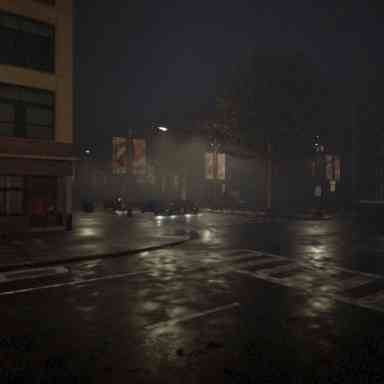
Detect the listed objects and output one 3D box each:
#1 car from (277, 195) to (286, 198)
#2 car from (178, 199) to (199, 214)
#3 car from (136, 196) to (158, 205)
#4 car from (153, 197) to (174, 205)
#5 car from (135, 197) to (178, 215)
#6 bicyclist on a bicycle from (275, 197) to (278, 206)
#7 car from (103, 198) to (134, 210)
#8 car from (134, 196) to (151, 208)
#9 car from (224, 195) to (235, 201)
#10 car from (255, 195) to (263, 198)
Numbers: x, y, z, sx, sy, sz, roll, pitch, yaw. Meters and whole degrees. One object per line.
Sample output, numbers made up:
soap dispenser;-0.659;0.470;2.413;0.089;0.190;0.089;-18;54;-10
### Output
car;18.280;1.319;69.211;2.002;1.452;4.674;0;0;-36
car;-1.135;1.505;36.211;1.837;1.490;4.892;0;0;-36
car;-8.189;1.477;59.840;1.882;1.535;5.008;0;0;-36
car;-5.350;1.564;61.887;1.994;1.385;4.181;0;0;-36
car;-3.703;1.526;33.778;1.812;1.442;4.674;0;0;-35
bicyclist on a bicycle;12.513;1.300;50.585;1.656;1.620;0.582;0;0;-36
car;-9.690;1.491;42.140;2.128;1.511;4.902;0;0;-35
car;-6.980;1.601;44.366;1.895;1.301;4.718;0;0;-35
car;7.797;1.413;76.685;2.161;1.482;4.786;0;0;-36
car;17.443;1.462;83.143;1.895;1.301;4.718;0;0;-36
